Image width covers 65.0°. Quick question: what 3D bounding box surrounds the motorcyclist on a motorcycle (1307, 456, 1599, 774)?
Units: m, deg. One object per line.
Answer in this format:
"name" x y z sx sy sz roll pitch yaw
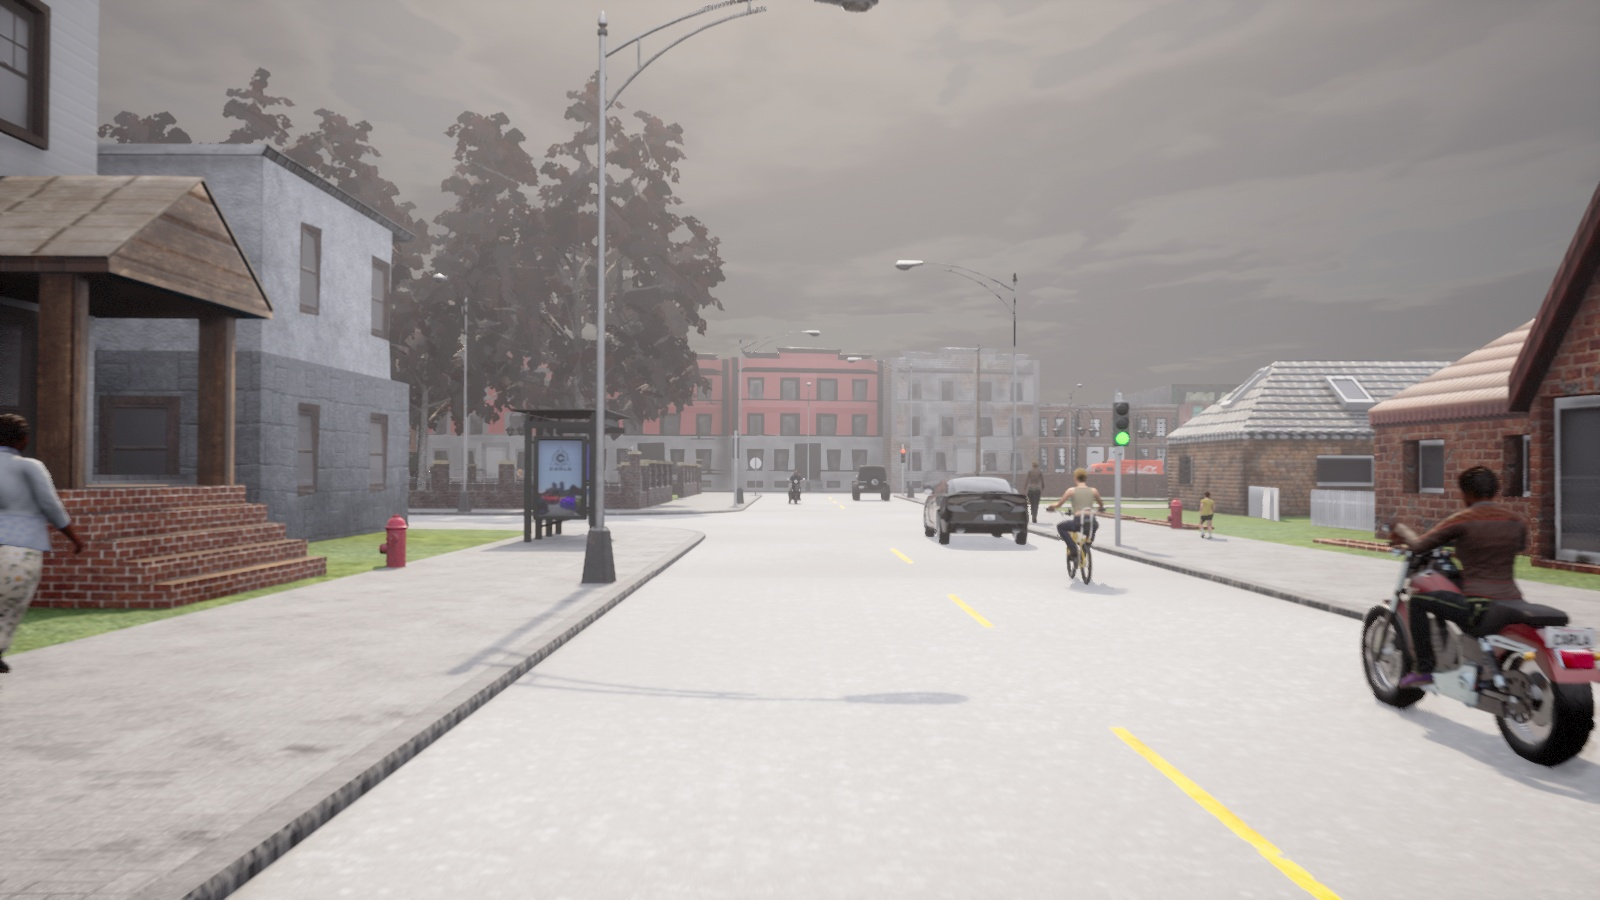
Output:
"motorcyclist on a motorcycle" 3.982 0.878 7.715 0.766 1.649 2.350 0 -1 0

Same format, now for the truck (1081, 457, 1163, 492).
"truck" 23.154 1.749 90.425 5.204 2.467 2.627 0 -1 0

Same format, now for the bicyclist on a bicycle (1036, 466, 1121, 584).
"bicyclist on a bicycle" 3.953 1.035 17.917 0.866 1.612 1.509 0 -1 0

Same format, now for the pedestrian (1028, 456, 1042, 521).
"pedestrian" 6.715 1.095 35.940 0.331 1.846 0.634 0 -1 15

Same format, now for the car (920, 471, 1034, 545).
"car" 3.932 1.257 28.698 1.882 1.535 5.008 0 -1 0

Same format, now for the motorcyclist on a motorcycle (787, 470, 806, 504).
"motorcyclist on a motorcycle" -0.189 1.774 60.017 0.866 1.590 1.817 0 -1 -1

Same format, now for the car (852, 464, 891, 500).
"car" 3.837 1.730 67.770 1.905 1.878 3.866 0 -1 0

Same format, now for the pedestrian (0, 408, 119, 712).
"pedestrian" -5.128 0.682 8.172 0.874 1.855 0.900 0 -1 4

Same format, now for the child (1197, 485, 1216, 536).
"child" 8.950 1.331 27.644 0.255 1.110 0.394 0 -1 -3
